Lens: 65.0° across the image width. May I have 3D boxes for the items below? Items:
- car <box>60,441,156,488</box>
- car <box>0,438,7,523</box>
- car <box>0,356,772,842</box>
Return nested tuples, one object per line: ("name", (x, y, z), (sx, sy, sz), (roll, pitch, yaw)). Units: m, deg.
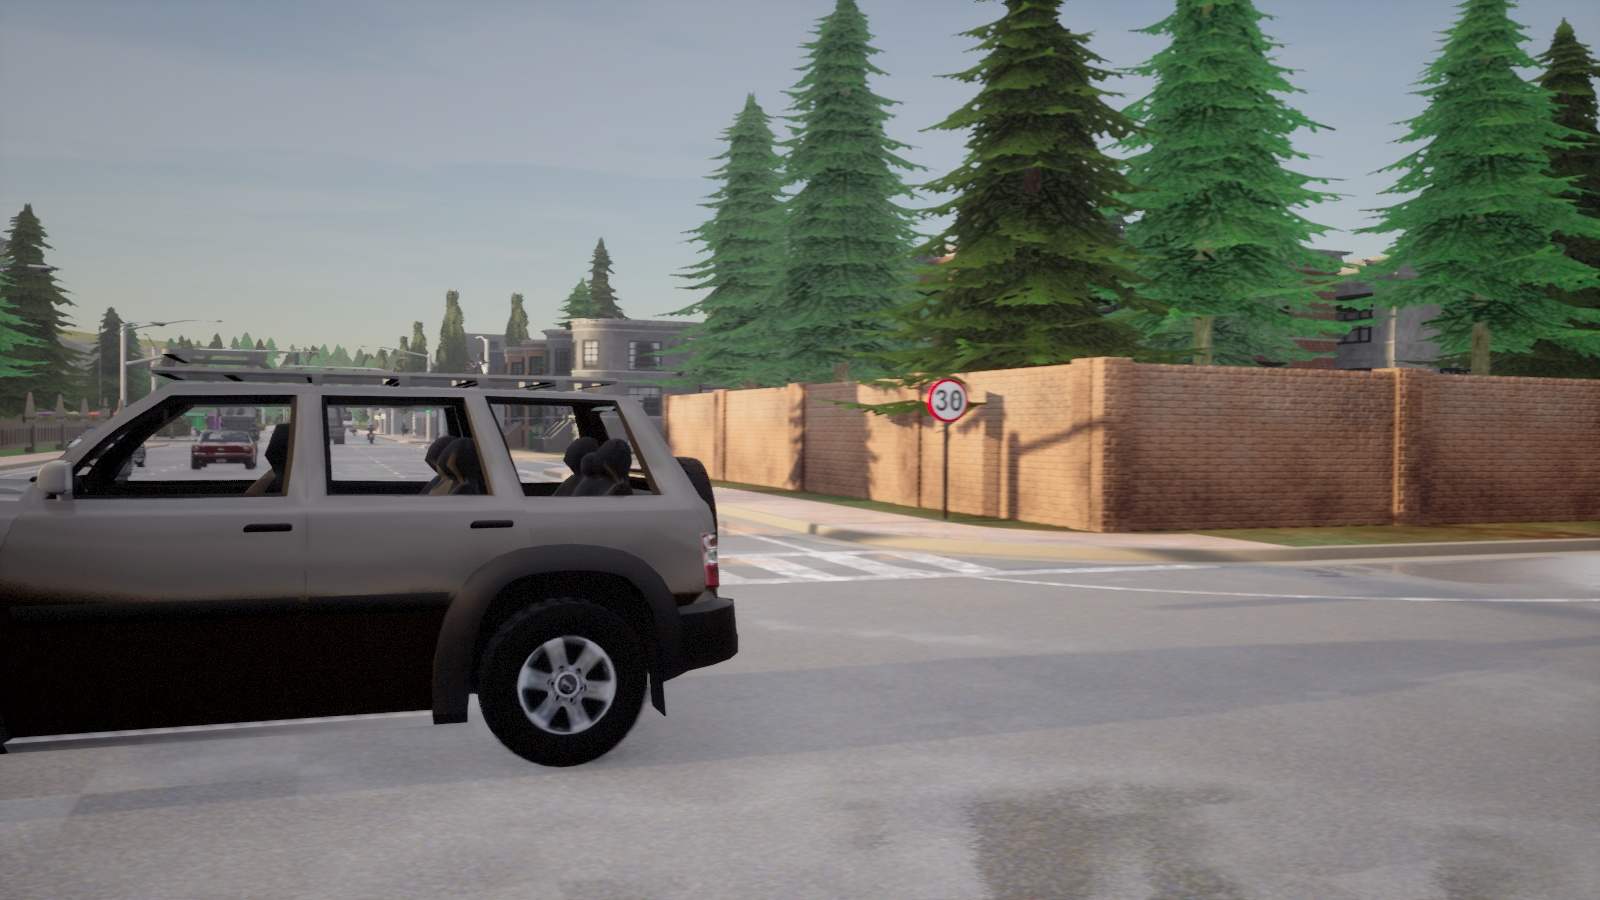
("car", (-22.713, 0.418, 41.394), (2.033, 1.411, 5.357), (-1, 1, -21))
("car", (-14.524, 0.584, 20.138), (2.128, 1.511, 4.902), (-1, 1, -21))
("car", (-2.639, 0.546, 5.979), (4.605, 1.855, 1.932), (-1, 1, -21))
